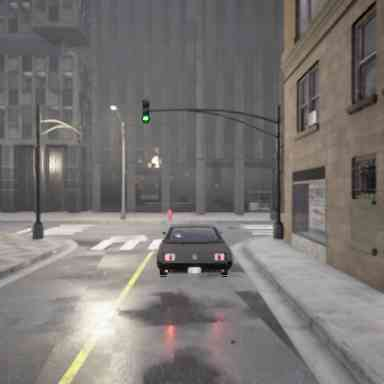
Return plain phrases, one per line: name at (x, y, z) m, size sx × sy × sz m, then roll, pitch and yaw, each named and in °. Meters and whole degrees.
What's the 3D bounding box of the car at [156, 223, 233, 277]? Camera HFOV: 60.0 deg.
car at (0.004, 1.600, 10.255) m, size 1.895 × 1.301 × 4.718 m, roll 0°, pitch 0°, yaw -2°
